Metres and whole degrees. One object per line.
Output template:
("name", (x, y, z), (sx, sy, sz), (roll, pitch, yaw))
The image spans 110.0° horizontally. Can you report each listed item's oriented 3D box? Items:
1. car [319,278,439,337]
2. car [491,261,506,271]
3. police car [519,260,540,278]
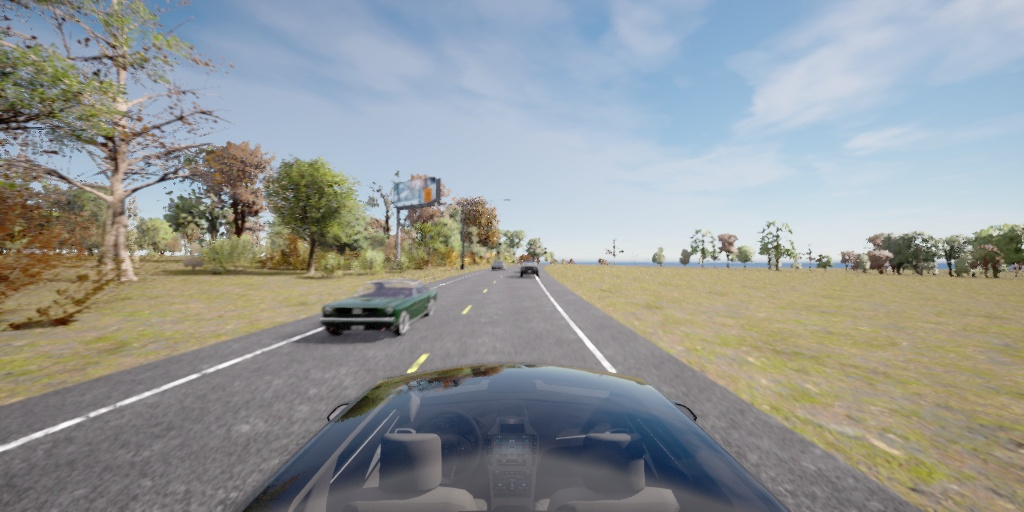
("car", (-3.549, 1.355, 10.472), (1.895, 1.301, 4.718), (0, 0, 1))
("car", (-1.965, 1.427, 52.740), (1.837, 1.490, 4.892), (0, 0, 4))
("police car", (1.743, 1.250, 35.874), (1.930, 1.638, 5.238), (0, 0, 2))
